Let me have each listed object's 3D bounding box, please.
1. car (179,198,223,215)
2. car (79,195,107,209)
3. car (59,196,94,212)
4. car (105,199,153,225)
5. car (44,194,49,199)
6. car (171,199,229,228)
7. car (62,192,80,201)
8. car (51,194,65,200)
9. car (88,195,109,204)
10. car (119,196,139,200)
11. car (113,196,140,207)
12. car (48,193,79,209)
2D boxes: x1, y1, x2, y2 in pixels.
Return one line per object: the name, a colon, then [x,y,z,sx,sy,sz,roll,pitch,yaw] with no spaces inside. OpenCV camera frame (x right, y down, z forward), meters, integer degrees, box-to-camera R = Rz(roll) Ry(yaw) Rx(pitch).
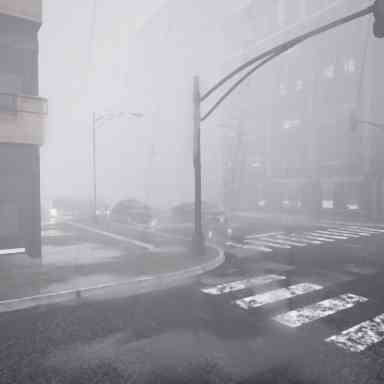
car: [0.773,1.360,31.866,1.887,1.381,4.507,-1,1,-35]
car: [-11.477,1.397,39.221,2.033,1.411,5.357,-1,1,-35]
car: [-12.666,1.449,36.379,2.008,1.369,4.403,-1,1,-35]
car: [-4.401,1.509,24.210,1.887,1.381,4.507,-1,1,-35]
car: [-34.978,1.076,83.343,1.752,1.417,4.829,-1,1,-35]
car: [0.408,1.434,22.031,2.128,1.511,4.902,-1,1,-35]
car: [-25.182,0.936,69.183,2.192,1.841,5.009,-1,1,-35]
car: [-31.648,1.125,78.531,2.008,1.369,4.403,-1,1,-35]
car: [-15.576,1.217,55.307,1.752,1.417,4.829,-1,1,-35]
car: [-5.476,1.374,30.537,1.882,1.535,5.008,-1,1,-35]
car: [-9.108,1.266,45.962,1.752,1.417,4.829,-1,1,-35]
car: [-15.900,1.313,41.051,1.967,1.590,4.097,-1,1,-35]
